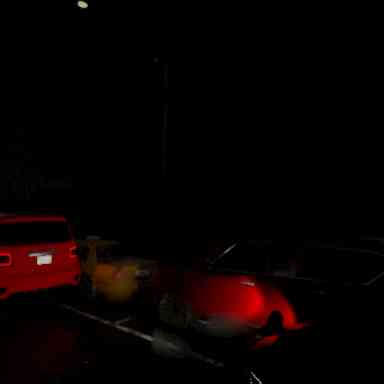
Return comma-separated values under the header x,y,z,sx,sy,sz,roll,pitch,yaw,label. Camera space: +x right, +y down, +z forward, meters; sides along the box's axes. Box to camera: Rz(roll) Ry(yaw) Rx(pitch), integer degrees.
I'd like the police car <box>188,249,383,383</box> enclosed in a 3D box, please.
x,y,z,sx,sy,sz,roll,pitch,yaw,label
2.631,1.573,2.239,5.238,1.638,1.930,-1,-3,39,police car

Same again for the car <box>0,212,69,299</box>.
x,y,z,sx,sy,sz,roll,pitch,yaw,label
-5.099,1.517,8.460,5.566,2.045,2.150,-1,-3,39,car

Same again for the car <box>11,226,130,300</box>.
x,y,z,sx,sy,sz,roll,pitch,yaw,label
-2.947,1.884,9.225,4.829,1.417,1.752,-1,-3,39,car

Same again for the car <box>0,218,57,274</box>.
x,y,z,sx,sy,sz,roll,pitch,yaw,label
-7.119,1.878,12.580,4.097,1.590,1.967,-1,-3,39,car

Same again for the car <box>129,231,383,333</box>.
x,y,z,sx,sy,sz,roll,pitch,yaw,label
1.495,1.590,5.669,5.009,1.841,2.192,-1,-3,39,car
